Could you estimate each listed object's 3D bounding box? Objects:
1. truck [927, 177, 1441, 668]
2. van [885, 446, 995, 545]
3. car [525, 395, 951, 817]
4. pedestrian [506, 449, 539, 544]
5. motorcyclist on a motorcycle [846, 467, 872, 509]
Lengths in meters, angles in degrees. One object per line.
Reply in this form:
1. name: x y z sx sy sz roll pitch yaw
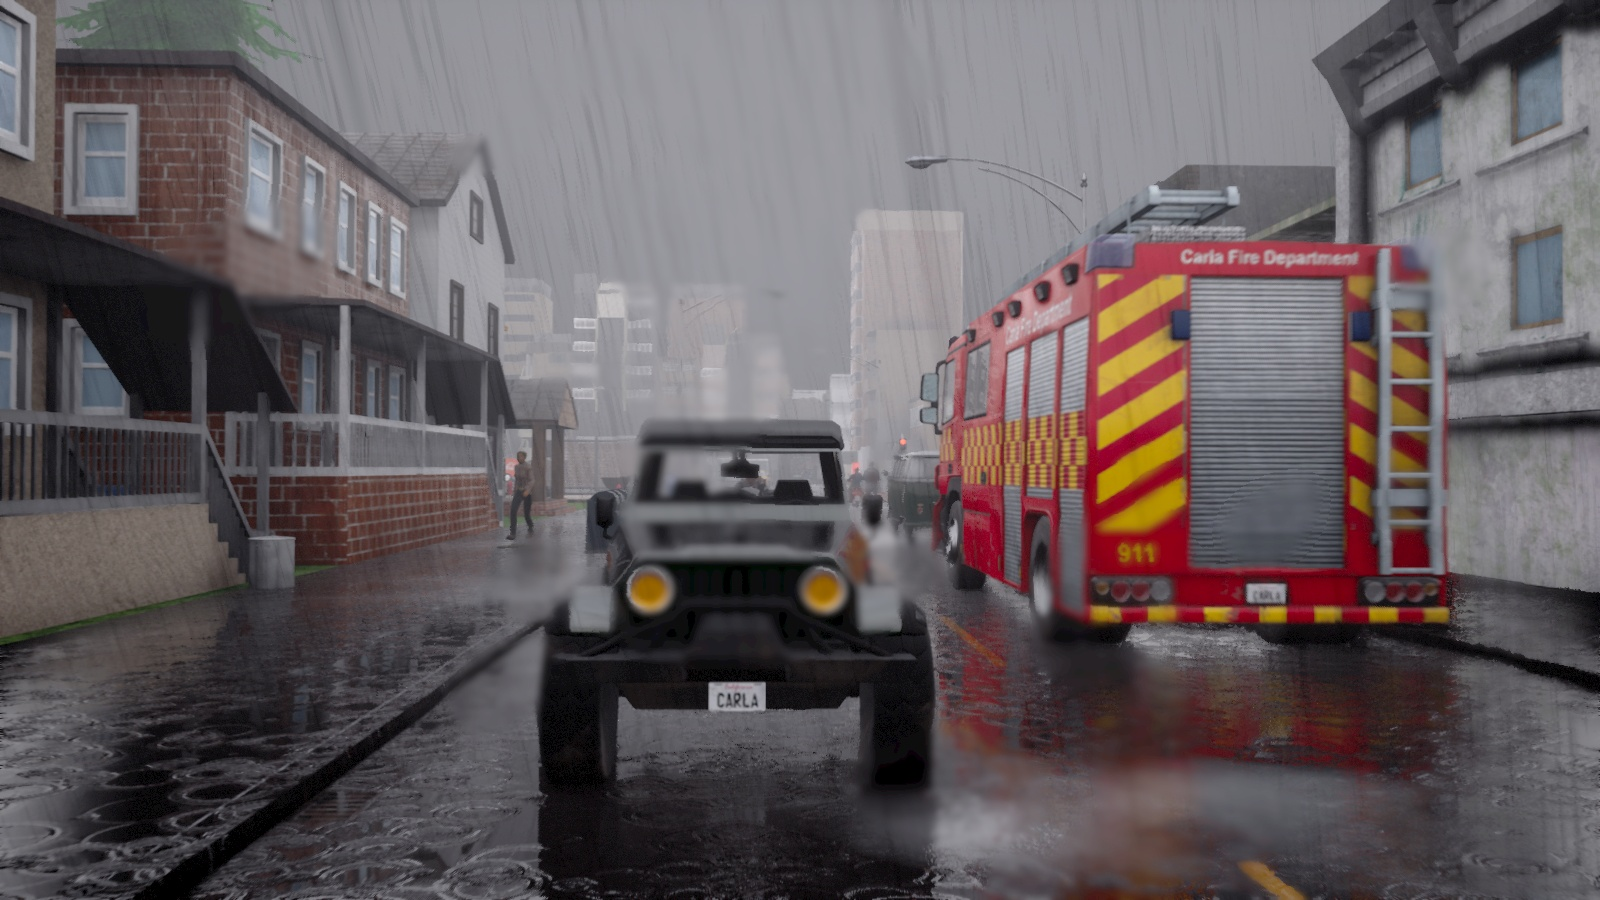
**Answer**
1. truck: 3.438 -0.160 14.064 2.891 3.827 8.468 0 -1 -2
2. van: 2.992 0.958 27.621 1.775 1.987 4.442 0 -1 -2
3. car: -0.344 0.720 7.574 1.905 1.878 3.866 0 -1 -2
4. pedestrian: -5.474 0.906 24.774 0.331 1.846 0.634 -1 -1 20
5. motorcyclist on a motorcycle: 2.288 1.477 49.136 0.866 1.590 1.817 0 -1 -2
